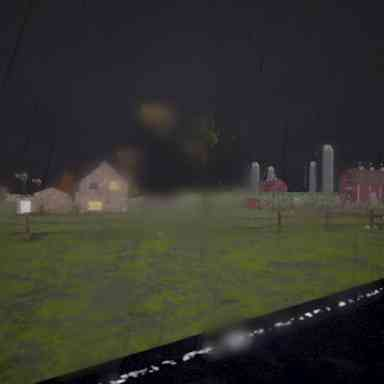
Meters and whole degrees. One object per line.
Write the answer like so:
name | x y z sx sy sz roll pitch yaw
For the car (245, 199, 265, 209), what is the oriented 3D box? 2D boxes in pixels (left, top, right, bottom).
car | 13.113 2.489 69.339 2.150 2.045 5.566 1 -1 -16
